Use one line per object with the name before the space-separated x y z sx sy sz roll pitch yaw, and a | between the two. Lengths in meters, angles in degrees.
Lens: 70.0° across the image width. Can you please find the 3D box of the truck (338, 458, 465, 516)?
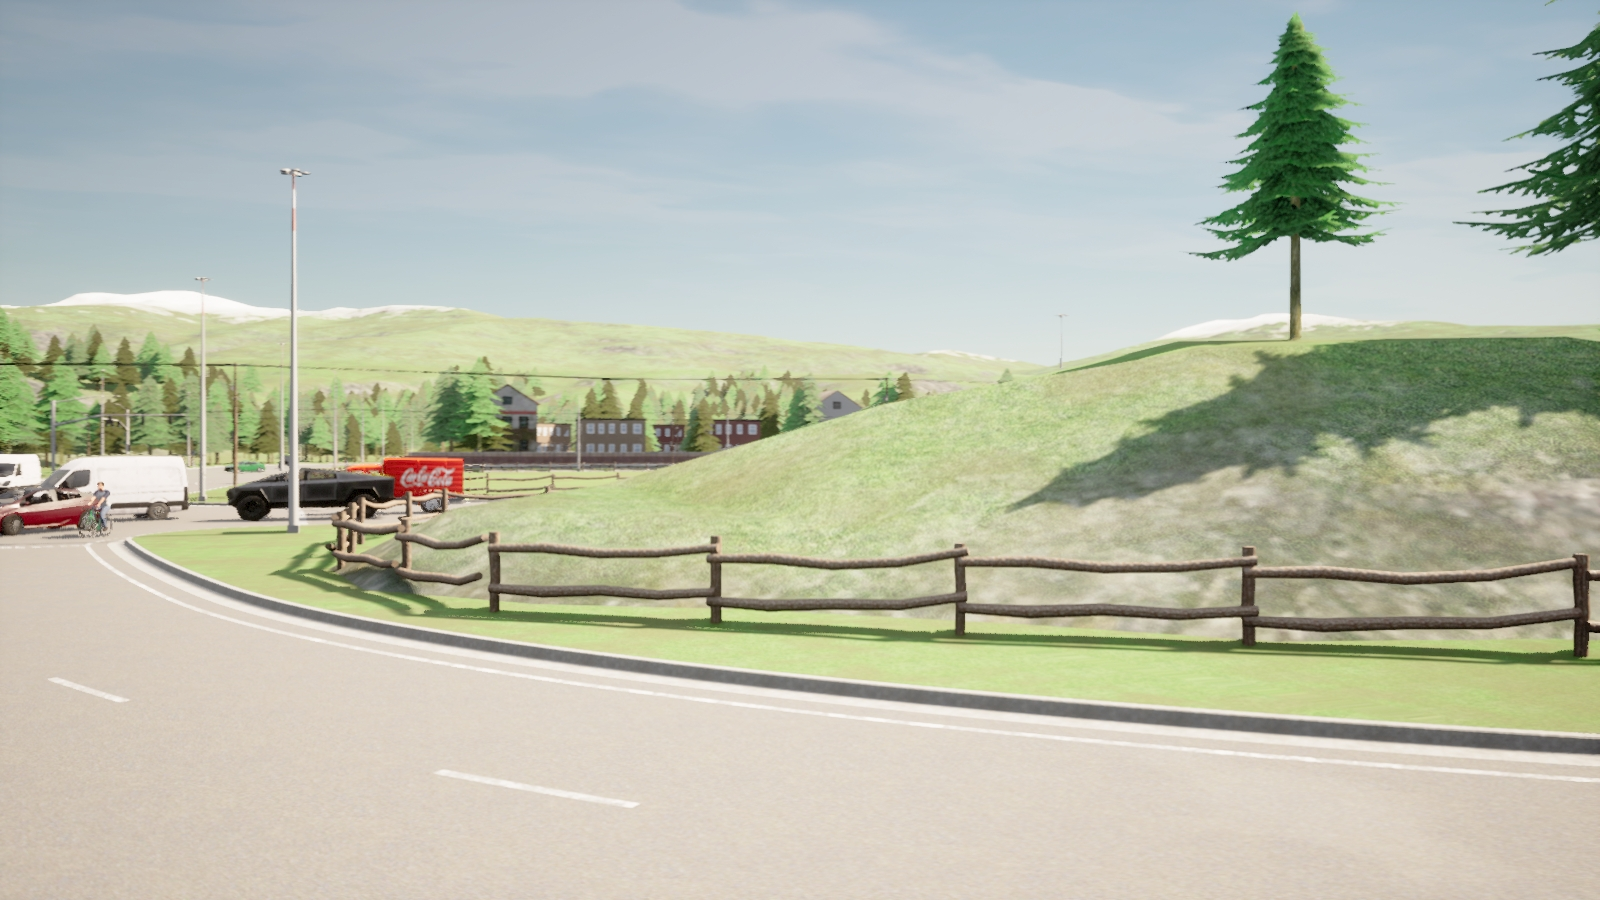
truck | -17.727 1.588 50.923 5.204 2.467 2.627 0 0 -19

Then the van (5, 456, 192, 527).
van | -27.393 1.549 44.821 1.988 2.561 5.915 -1 -1 41

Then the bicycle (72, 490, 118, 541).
bicycle | -22.453 2.068 36.425 0.373 1.496 1.643 3 1 0

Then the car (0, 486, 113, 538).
car | -26.050 2.052 38.747 2.007 1.525 4.514 0 0 17

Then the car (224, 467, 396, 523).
car | -19.787 1.770 46.487 6.274 2.098 2.390 0 0 -19
